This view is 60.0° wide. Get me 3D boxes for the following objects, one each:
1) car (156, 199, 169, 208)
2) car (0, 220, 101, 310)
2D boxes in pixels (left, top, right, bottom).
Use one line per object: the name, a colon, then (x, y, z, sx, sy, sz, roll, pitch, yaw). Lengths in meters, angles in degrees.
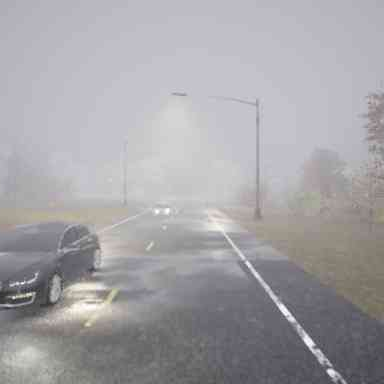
car: (-4.392, 1.639, 49.267, 1.895, 1.301, 4.718, 0, 0, -6)
car: (-3.597, 1.507, 8.041, 1.837, 1.490, 4.892, 0, 0, 0)
